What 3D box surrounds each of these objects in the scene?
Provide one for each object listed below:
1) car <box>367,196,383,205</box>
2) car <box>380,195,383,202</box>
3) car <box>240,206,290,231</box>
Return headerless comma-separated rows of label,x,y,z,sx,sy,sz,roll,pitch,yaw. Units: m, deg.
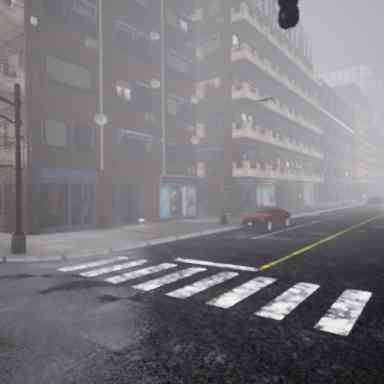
car,30.180,1.368,55.105,1.947,1.339,4.313,-1,0,36
car,40.268,1.314,68.848,1.802,1.307,4.206,-1,0,36
car,4.561,1.534,20.417,1.887,1.381,4.507,-1,0,36
